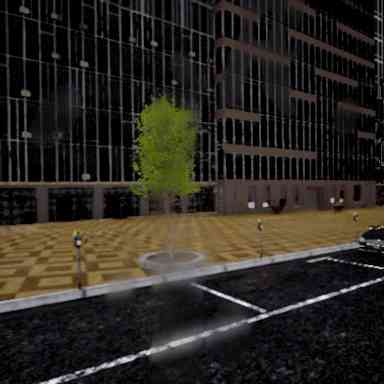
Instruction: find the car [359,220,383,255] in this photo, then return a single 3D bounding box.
[{"bbox_3d":[7.808,1.558,12.143,4.403,1.369,2.008,0,-1,-35],"label":"car"}]
